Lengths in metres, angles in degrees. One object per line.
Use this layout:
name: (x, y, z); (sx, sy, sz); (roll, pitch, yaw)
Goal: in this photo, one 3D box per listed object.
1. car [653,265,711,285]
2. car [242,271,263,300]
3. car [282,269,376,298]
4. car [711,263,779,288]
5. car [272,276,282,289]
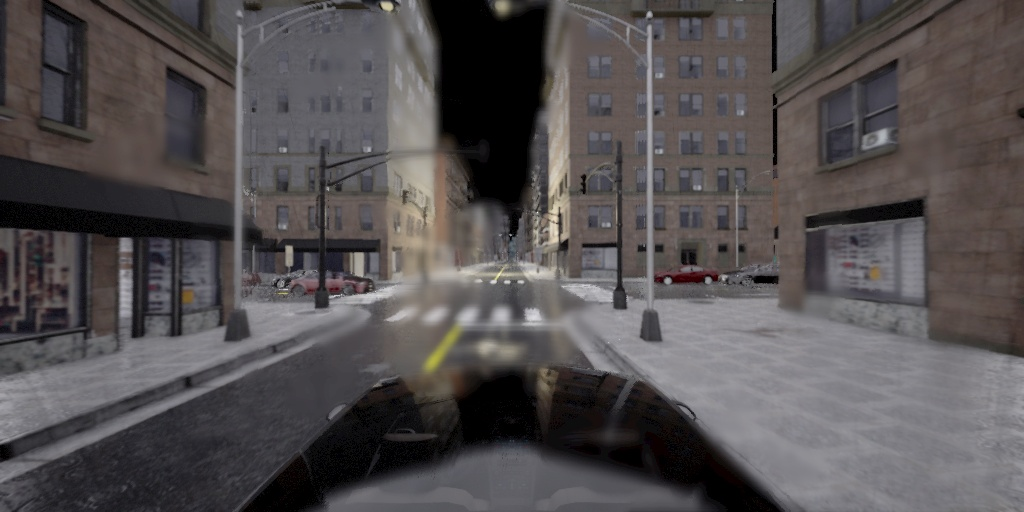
car: (12.134, 1.306, 25.363); (4.507, 1.381, 1.888); (0, 0, 0)
car: (-14.660, 1.525, 17.015); (4.207, 1.307, 1.802); (0, 0, 0)
car: (-9.740, 1.488, 19.658); (4.181, 1.385, 1.994); (0, -1, 0)
car: (15.787, 1.191, 22.590); (4.902, 1.511, 2.128); (-1, -1, 0)
car: (-14.629, 1.573, 25.540); (4.403, 1.370, 2.007); (0, 0, 0)
